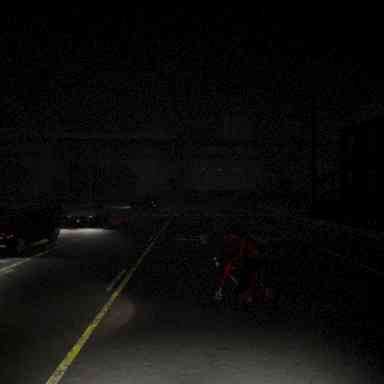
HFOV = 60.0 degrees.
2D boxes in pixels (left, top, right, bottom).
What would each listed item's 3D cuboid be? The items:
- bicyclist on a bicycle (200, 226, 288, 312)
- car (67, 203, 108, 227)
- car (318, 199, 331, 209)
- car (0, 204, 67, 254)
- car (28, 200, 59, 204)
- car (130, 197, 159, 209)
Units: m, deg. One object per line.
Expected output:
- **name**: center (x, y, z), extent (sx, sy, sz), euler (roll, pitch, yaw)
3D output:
- **bicyclist on a bicycle**: center (0.957, 1.455, 6.236), extent (1.656, 1.620, 0.582), euler (-2, 0, 0)
- **car**: center (-7.159, 1.527, 23.178), extent (1.812, 1.442, 4.674), euler (0, 0, 0)
- **car**: center (17.166, 1.526, 40.145), extent (4.674, 1.442, 1.812), euler (0, 0, 0)
- **car**: center (-7.182, 1.477, 13.747), extent (1.882, 1.535, 5.008), euler (0, 0, 0)
- **car**: center (-10.659, 1.359, 23.183), extent (2.097, 1.767, 4.553), euler (0, 0, 0)
- **car**: center (-6.566, 1.505, 45.438), extent (1.837, 1.490, 4.892), euler (0, 0, -45)
